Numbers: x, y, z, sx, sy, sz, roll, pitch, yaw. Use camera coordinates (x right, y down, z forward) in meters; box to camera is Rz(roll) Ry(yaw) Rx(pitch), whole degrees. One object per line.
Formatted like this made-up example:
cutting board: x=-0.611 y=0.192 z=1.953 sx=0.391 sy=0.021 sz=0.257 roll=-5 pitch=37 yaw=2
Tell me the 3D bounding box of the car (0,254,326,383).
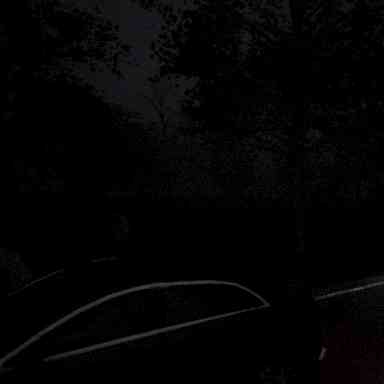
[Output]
car: x=-0.847 y=1.470 z=3.326 sx=4.902 sy=1.511 sz=2.128 roll=1 pitch=0 yaw=-29
